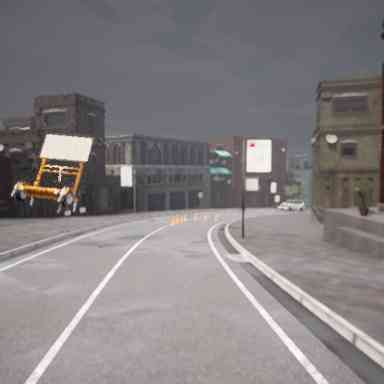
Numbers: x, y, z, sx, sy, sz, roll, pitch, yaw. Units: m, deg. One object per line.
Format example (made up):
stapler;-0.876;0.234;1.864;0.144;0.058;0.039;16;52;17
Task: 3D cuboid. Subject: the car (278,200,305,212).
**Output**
car;18.104;2.464;60.274;5.566;2.045;2.150;3;1;-35

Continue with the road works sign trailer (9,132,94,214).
road works sign trailer;-5.860;-0.950;15.022;2.380;3.560;2.880;6;-19;7
